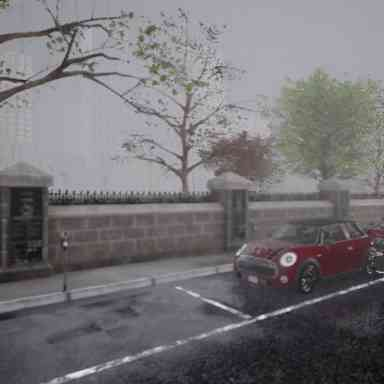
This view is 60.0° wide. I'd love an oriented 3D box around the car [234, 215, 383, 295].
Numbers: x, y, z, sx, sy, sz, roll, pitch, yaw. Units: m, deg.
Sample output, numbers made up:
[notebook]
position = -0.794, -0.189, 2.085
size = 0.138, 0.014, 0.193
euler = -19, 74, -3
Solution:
[car]
position = 3.018, 1.462, 8.710
size = 4.097, 1.590, 1.967
euler = 0, 0, -36
